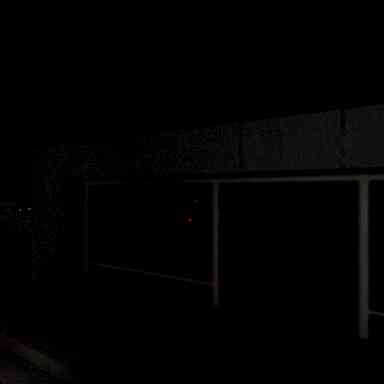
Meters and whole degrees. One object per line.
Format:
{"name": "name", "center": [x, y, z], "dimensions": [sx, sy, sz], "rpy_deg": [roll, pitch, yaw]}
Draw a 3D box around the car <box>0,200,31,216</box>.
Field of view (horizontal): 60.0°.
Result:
{"name": "car", "center": [-15.239, 1.520, 30.688], "dimensions": [1.837, 1.490, 4.892], "rpy_deg": [0, 0, 34]}
